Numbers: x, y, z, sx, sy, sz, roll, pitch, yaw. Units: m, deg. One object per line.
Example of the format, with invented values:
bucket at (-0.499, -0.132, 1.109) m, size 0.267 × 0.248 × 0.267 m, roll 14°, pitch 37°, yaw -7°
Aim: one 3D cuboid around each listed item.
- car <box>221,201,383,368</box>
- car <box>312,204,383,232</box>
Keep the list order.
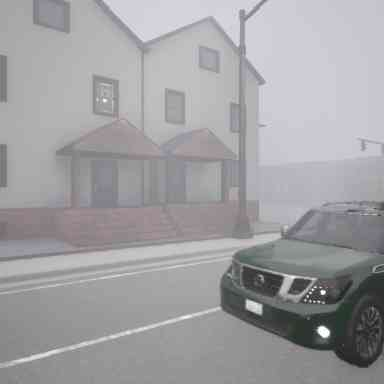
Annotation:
car at (3.129, 1.221, 6.117) m, size 5.566 × 2.045 × 2.150 m, roll 0°, pitch 0°, yaw -34°
car at (12.178, 2.093, 26.065) m, size 1.837 × 1.490 × 4.892 m, roll -1°, pitch -10°, yaw -33°
